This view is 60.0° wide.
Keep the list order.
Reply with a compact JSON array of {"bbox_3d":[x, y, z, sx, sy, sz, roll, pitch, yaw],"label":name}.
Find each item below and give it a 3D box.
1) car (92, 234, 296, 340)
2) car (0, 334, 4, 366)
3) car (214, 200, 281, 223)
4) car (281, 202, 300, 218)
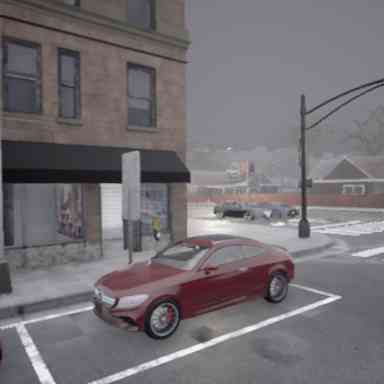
[{"bbox_3d":[0.255,1.518,6.385,4.206,1.307,1.802,-1,1,-36],"label":"car"},{"bbox_3d":[-4.229,1.468,3.164,4.097,1.590,1.967,-1,1,-36],"label":"car"},{"bbox_3d":[3.612,1.311,24.048,2.128,1.511,4.902,-1,0,-36],"label":"car"},{"bbox_3d":[6.253,1.330,25.955,1.994,1.385,4.181,-1,0,-36],"label":"car"}]
